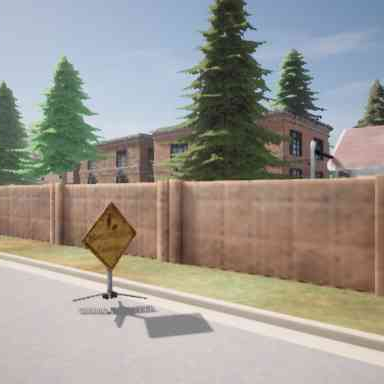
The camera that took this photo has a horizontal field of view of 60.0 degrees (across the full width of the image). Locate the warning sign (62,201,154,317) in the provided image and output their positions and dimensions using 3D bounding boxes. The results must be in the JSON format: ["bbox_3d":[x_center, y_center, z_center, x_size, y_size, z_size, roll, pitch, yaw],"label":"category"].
[{"bbox_3d":[-1.547,1.112,6.262,1.060,1.860,1.300,0,0,36],"label":"warning sign"}]
